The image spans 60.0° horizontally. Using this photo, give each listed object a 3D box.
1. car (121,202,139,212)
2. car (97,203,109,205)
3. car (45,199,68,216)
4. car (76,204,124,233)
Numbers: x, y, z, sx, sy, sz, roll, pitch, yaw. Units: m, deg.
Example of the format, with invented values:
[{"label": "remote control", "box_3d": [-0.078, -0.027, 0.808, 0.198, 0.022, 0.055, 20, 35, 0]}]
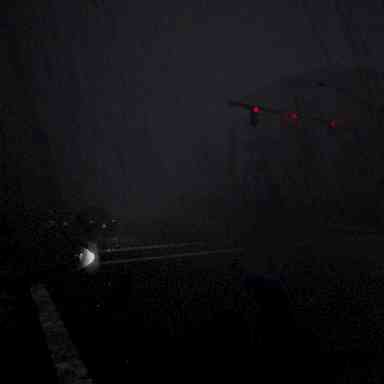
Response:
[{"label": "car", "box_3d": [-9.416, 2.263, 49.686, 2.033, 1.411, 5.357, 0, -1, -25]}, {"label": "car", "box_3d": [-13.321, 2.256, 49.112, 2.033, 1.411, 5.357, 0, -1, -29]}, {"label": "car", "box_3d": [-16.423, 1.811, 40.193, 2.150, 2.045, 5.566, 0, -1, -29]}, {"label": "car", "box_3d": [-6.501, 1.814, 22.260, 2.128, 1.511, 4.902, 0, -1, -29]}]
